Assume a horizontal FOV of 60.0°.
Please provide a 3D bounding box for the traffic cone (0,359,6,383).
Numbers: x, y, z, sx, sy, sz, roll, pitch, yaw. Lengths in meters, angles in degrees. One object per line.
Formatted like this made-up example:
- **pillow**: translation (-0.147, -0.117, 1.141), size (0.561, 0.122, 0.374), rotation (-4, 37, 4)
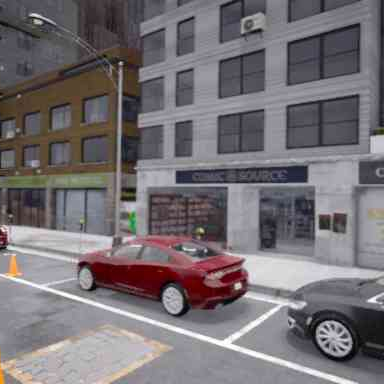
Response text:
- **traffic cone**: translation (-2.195, 2.019, 3.704), size (0.340, 0.580, 0.340), rotation (0, -1, 37)

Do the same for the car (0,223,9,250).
- **car**: translation (-9.712, 1.662, 14.378), size (4.097, 1.590, 1.967), rotation (0, -1, 37)

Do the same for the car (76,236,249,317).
- **car**: translation (-0.901, 1.698, 7.775), size (4.507, 1.381, 1.887), rotation (0, -1, 37)

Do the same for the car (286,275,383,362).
- **car**: translation (3.505, 1.670, 4.474), size (4.403, 1.369, 2.008), rotation (0, -1, 37)

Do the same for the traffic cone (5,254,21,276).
- **traffic cone**: translation (-5.198, 2.116, 9.702), size (0.340, 0.580, 0.340), rotation (0, -1, 37)
